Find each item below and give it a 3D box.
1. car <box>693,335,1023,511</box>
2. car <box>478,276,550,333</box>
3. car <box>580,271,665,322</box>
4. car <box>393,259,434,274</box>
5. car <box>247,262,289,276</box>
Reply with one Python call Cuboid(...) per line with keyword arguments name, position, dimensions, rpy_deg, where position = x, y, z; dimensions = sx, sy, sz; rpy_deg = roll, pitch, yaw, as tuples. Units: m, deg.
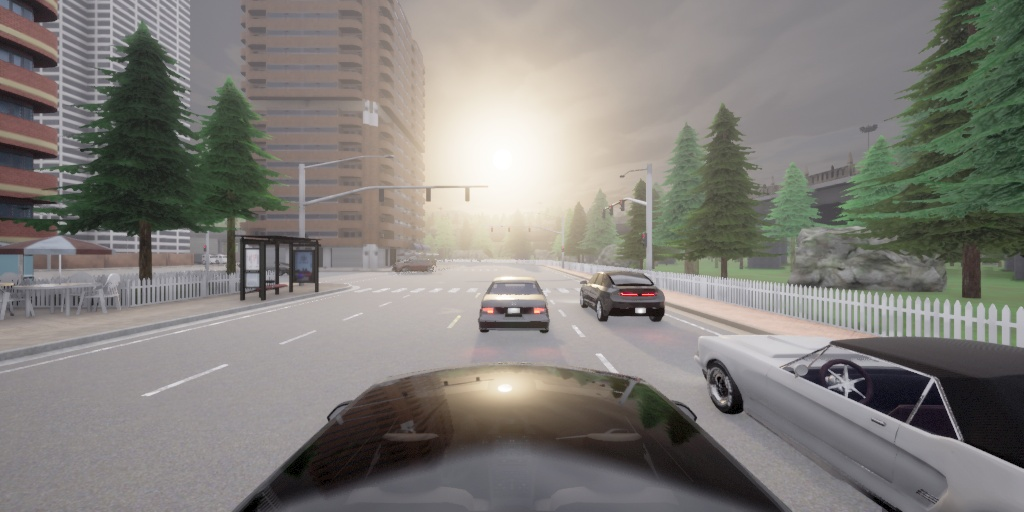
Cuboid(name="car", position=(3.514, 1.351, 3.048), dimensions=(1.895, 1.301, 4.718), rpy_deg=(0, 0, 1))
Cuboid(name="car", position=(0.083, 1.297, 10.724), dimensions=(2.033, 1.411, 5.357), rpy_deg=(0, 0, 1))
Cuboid(name="car", position=(3.571, 1.255, 12.311), dimensions=(1.837, 1.490, 4.892), rpy_deg=(0, 0, 1))
Cuboid(name="car", position=(-11.723, 1.151, 42.566), dimensions=(4.553, 1.767, 2.097), rpy_deg=(0, -1, -38))
Cuboid(name="car", position=(-25.169, 1.331, 37.719), dimensions=(4.674, 1.442, 1.812), rpy_deg=(0, 0, 0))
